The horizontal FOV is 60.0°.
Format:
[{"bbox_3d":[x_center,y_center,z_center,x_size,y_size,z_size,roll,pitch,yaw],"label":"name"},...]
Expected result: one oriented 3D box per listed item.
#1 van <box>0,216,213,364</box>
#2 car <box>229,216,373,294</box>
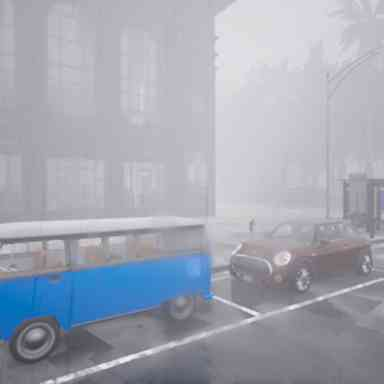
[{"bbox_3d":[-1.530,1.342,5.560,3.998,1.788,1.690,0,0,-35],"label":"van"},{"bbox_3d":[2.889,1.444,8.709,4.097,1.590,1.967,0,0,-35],"label":"car"}]
